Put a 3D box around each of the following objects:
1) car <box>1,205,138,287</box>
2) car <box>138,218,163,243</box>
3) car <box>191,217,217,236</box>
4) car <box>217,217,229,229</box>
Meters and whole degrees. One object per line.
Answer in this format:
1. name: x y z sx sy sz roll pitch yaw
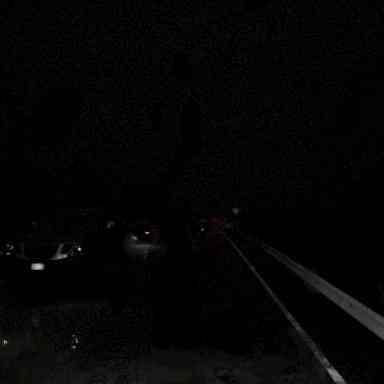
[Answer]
1. car: -3.383 1.423 10.244 2.150 2.045 5.566 0 -2 2
2. car: -2.972 2.332 20.839 2.033 1.411 5.357 0 -4 3
3. car: 0.906 2.879 27.868 1.812 1.442 4.674 0 -5 2
4. car: 2.934 3.860 41.633 1.882 1.535 5.008 -3 -4 30
